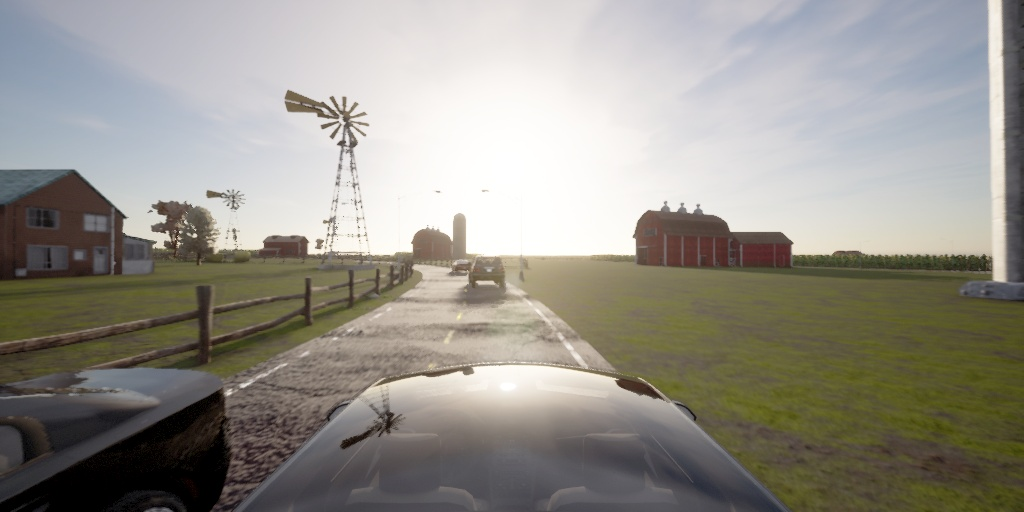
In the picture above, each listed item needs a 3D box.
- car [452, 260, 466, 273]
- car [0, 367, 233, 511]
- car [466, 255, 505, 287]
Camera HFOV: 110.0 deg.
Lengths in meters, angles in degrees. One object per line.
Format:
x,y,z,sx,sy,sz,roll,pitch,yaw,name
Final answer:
-6.083,1.204,43.147,1.882,1.535,5.008,0,0,-16,car
-2.924,1.235,0.440,1.882,1.535,5.008,0,0,0,car
-1.781,0.971,24.380,2.150,2.045,5.566,0,0,-9,car
